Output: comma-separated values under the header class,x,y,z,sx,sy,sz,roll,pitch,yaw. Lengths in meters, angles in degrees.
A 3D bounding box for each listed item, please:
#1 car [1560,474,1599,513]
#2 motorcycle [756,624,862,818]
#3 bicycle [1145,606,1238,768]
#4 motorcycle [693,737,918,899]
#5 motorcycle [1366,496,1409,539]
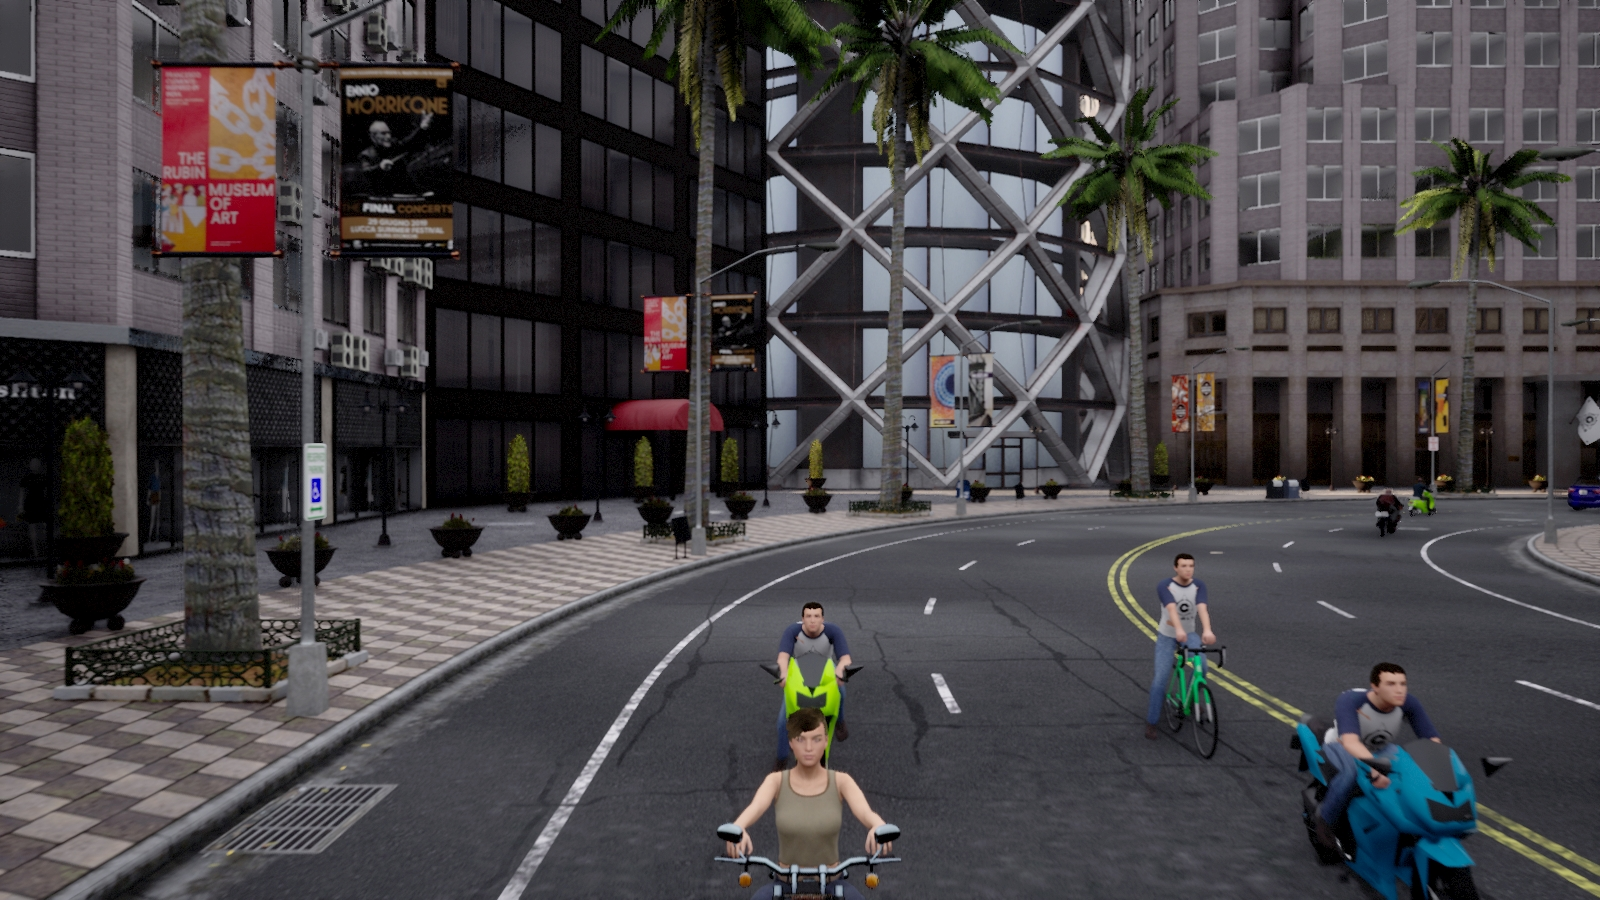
class,x,y,z,sx,sy,sz,roll,pitch,yaw
car,37.187,1.931,51.476,4.611,1.667,2.242,0,0,-10
motorcycle,0.091,2.204,9.649,0.803,1.145,2.033,0,0,1
bicycle,3.695,2.196,10.873,0.373,1.196,1.643,0,0,2
motorcycle,0.028,2.165,4.867,0.764,1.277,2.356,0,0,1
motorcycle,19.140,2.176,37.182,0.867,1.251,2.209,1,0,37
